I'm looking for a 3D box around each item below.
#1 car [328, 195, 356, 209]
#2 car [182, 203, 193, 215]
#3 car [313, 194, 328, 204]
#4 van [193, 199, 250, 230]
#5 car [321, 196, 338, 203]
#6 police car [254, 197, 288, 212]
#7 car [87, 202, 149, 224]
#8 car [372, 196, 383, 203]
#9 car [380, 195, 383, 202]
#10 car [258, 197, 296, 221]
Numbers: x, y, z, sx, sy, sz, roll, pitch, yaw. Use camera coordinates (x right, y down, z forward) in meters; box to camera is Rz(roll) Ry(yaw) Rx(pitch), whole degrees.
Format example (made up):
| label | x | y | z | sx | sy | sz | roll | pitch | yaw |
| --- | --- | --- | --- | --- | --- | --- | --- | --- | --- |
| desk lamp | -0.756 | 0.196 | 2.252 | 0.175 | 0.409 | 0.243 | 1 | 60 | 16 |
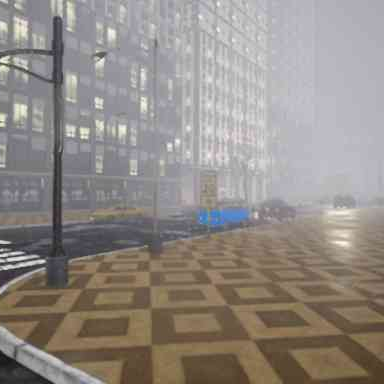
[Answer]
| label | x | y | z | sx | sy | sz | roll | pitch | yaw |
| --- | --- | --- | --- | --- | --- | --- | --- | --- | --- |
| car | 20.591 | 1.331 | 44.909 | 2.192 | 1.841 | 5.009 | 0 | 0 | 38 |
| car | 0.789 | 1.531 | 32.053 | 1.802 | 1.307 | 4.206 | 0 | 0 | 38 |
| car | 24.503 | 1.314 | 62.949 | 2.192 | 1.841 | 5.009 | 0 | 0 | 38 |
| van | 2.088 | 1.326 | 20.618 | 1.690 | 1.788 | 3.998 | 0 | 0 | 38 |
| car | 27.889 | 1.558 | 67.362 | 2.008 | 1.369 | 4.403 | 0 | 0 | 38 |
| police car | 9.396 | 1.398 | 39.053 | 1.930 | 1.638 | 5.238 | 0 | 0 | 38 |
| car | -5.308 | 1.465 | 24.321 | 1.752 | 1.417 | 4.829 | 0 | 0 | 38 |
| car | 37.526 | 1.625 | 66.977 | 1.947 | 1.339 | 4.313 | 0 | 0 | 38 |
| car | 44.302 | 1.519 | 75.804 | 1.967 | 1.590 | 4.097 | 0 | 0 | 38 |
| car | 7.040 | 1.432 | 27.254 | 1.967 | 1.590 | 4.097 | 0 | 0 | 38 |
